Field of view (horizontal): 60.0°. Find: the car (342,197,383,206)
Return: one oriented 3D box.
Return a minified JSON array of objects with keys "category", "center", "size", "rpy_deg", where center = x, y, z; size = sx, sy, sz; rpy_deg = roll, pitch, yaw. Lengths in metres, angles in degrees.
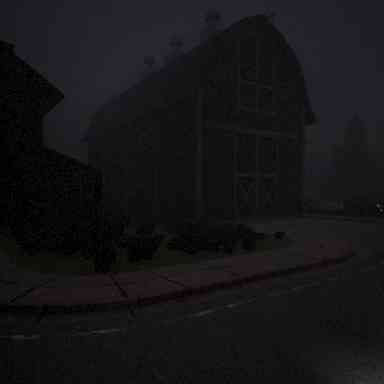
[{"category":"car","center":[18.240,1.363,35.109],"size":[2.097,1.767,4.553],"rpy_deg":[0,0,-34]}]
